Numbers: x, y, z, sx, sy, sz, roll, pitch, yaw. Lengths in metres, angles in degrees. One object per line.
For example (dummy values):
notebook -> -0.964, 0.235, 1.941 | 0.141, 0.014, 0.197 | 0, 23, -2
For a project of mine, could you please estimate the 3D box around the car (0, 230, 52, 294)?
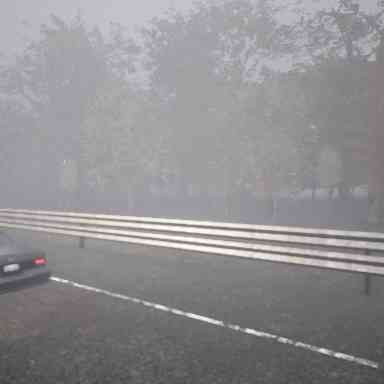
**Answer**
car -> -5.565, 1.517, 7.937 | 5.357, 1.411, 2.033 | 0, 0, 35
